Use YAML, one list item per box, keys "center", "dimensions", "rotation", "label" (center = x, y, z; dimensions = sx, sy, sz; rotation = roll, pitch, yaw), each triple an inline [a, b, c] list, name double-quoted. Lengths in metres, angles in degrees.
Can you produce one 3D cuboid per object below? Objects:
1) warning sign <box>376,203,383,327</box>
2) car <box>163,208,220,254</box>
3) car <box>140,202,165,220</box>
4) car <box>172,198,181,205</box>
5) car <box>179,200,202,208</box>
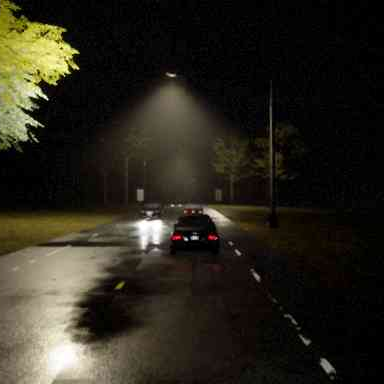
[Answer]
- center: [3.577, 1.132, 4.693]
  dimensions: [1.300, 1.860, 1.060]
  rotation: [2, 1, 0]
  label: "warning sign"
- center: [0.094, 1.609, 13.692]
  dimensions: [2.033, 1.411, 5.357]
  rotation: [0, 0, 0]
  label: "car"
- center: [-3.599, 1.691, 30.686]
  dimensions: [2.128, 1.511, 4.902]
  rotation: [0, -1, 0]
  label: "car"
- center: [-3.501, 2.125, 75.260]
  dimensions: [1.882, 1.535, 5.008]
  rotation: [0, -1, 0]
  label: "car"
- center: [0.096, 1.741, 30.275]
  dimensions: [2.033, 1.411, 5.357]
  rotation: [0, -1, 0]
  label: "car"
